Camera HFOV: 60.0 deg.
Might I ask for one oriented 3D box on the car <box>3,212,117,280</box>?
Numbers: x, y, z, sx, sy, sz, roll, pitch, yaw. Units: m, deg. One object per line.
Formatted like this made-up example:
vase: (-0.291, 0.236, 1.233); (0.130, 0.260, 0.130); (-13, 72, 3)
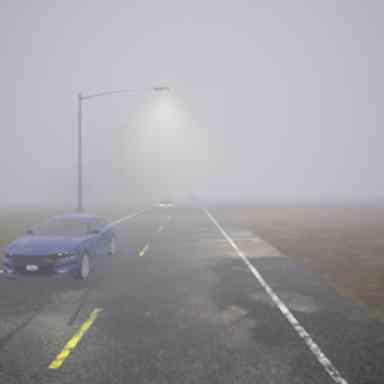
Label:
car: (-3.626, 1.426, 10.011); (1.882, 1.535, 5.008); (0, 0, 0)

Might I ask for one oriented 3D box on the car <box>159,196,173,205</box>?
car: (-4.090, 1.326, 53.384); (1.994, 1.385, 4.181); (0, 0, -1)

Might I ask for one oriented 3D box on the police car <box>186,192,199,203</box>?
police car: (0.333, 1.153, 62.961); (1.930, 1.638, 5.238); (0, 0, -1)
